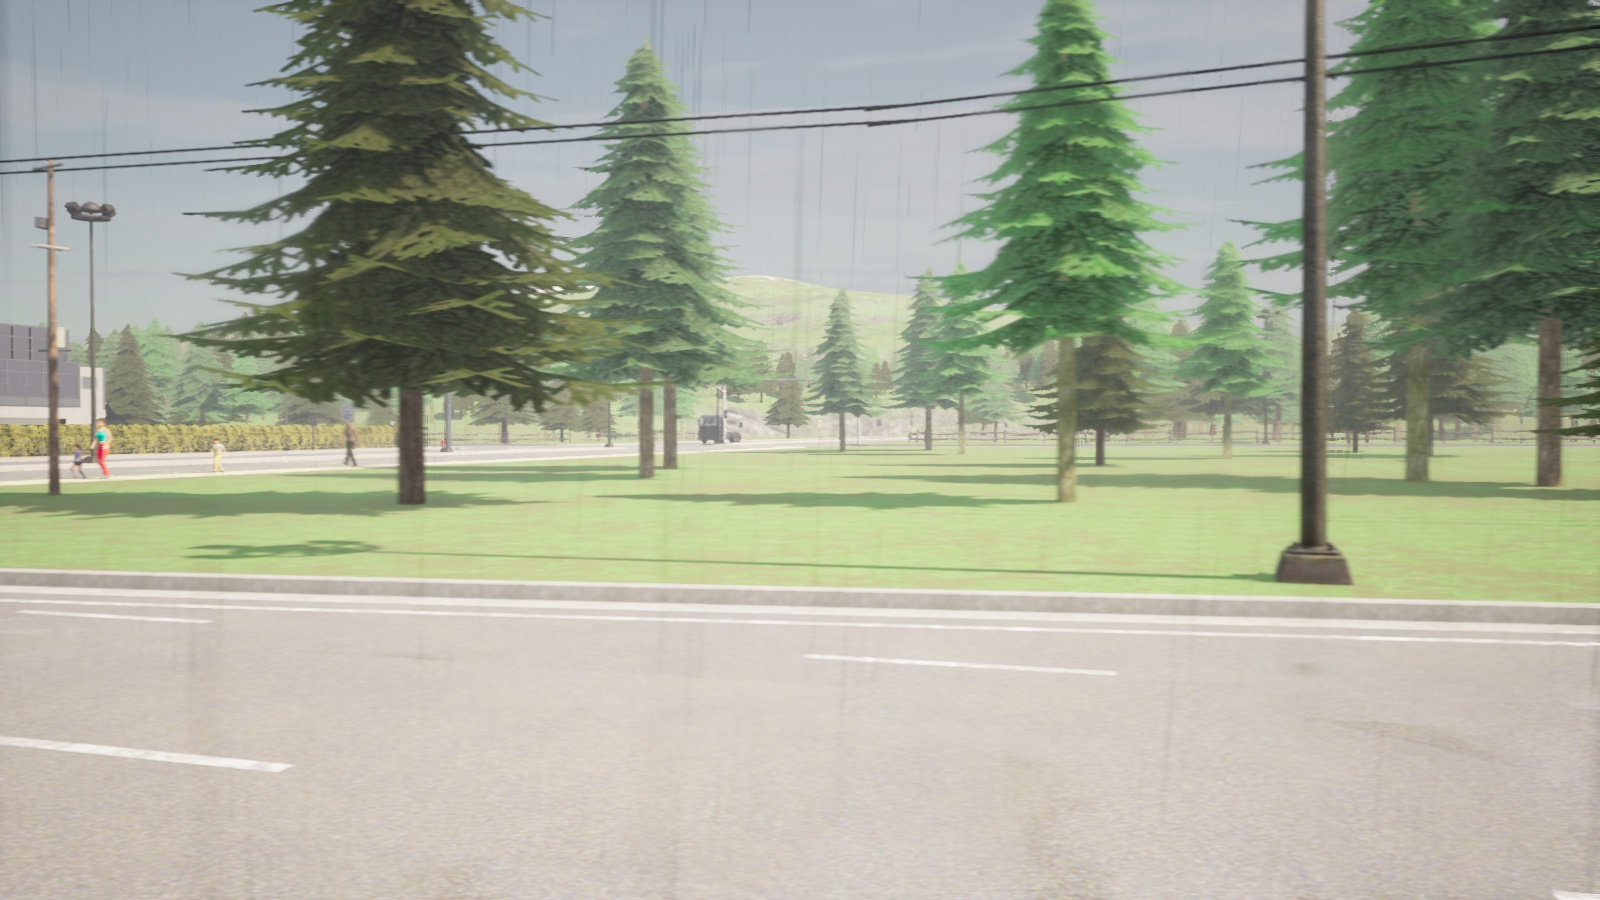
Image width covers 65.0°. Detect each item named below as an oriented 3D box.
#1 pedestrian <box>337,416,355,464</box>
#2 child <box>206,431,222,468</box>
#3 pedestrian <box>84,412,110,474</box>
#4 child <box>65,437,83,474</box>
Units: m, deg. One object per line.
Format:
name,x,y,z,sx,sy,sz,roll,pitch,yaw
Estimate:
pedestrian,-17.705,-0.388,48.996,0.331,1.846,0.634,1,1,19
child,-20.006,-0.018,42.869,0.270,1.263,0.437,1,1,19
pedestrian,-20.925,-0.214,37.394,0.345,1.836,0.594,1,1,18
child,-21.747,0.159,37.628,0.255,1.110,0.394,1,1,19
